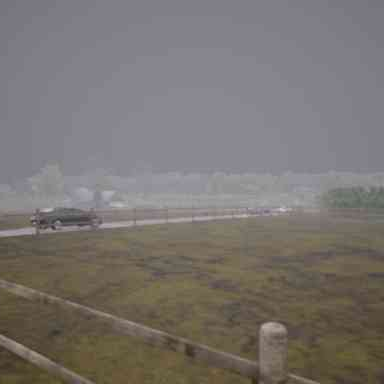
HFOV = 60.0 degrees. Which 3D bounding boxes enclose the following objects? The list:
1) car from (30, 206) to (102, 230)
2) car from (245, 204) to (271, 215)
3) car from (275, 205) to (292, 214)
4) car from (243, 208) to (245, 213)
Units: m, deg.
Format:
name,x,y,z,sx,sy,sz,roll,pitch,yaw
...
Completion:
name,x,y,z,sx,sy,sz,roll,pitch,yaw
car,-8.437,1.751,22.697,1.837,1.490,4.892,-2,-2,36
car,9.834,2.622,47.942,1.994,1.385,4.181,-2,-3,36
car,15.563,2.912,55.986,1.812,1.442,4.674,-2,-3,36
car,9.936,2.626,52.892,2.097,1.767,4.553,-2,-3,36
